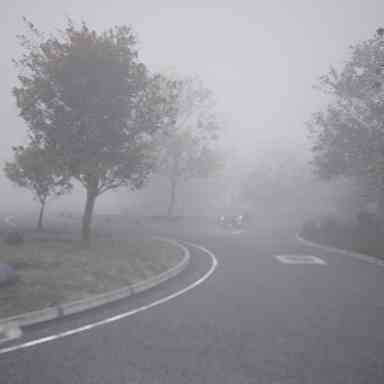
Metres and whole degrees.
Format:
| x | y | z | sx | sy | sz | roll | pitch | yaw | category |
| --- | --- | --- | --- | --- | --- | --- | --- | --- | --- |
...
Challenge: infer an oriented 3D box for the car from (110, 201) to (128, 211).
| x | y | z | sx | sy | sz | roll | pitch | yaw | category |
| --- | --- | --- | --- | --- | --- | --- | --- | --- | --- |
| -14.830 | 3.087 | 67.038 | 2.128 | 1.511 | 4.902 | 2 | 0 | -20 | car |

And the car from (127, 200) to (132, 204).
| x | y | z | sx | sy | sz | roll | pitch | yaw | category |
| --- | --- | --- | --- | --- | --- | --- | --- | --- | --- |
| -10.966 | 3.202 | 70.720 | 5.366 | 1.575 | 1.946 | 2 | 0 | -20 | car |

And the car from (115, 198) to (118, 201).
| x | y | z | sx | sy | sz | roll | pitch | yaw | category |
| --- | --- | --- | --- | --- | --- | --- | --- | --- | --- |
| -17.505 | 3.186 | 89.016 | 4.674 | 1.452 | 2.002 | 2 | 0 | -20 | car |

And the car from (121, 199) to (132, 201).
| x | y | z | sx | sy | sz | roll | pitch | yaw | category |
| --- | --- | --- | --- | --- | --- | --- | --- | --- | --- |
| -13.660 | 3.182 | 78.598 | 5.008 | 1.535 | 2.097 | 2 | 0 | -20 | car |

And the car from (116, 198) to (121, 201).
| x | y | z | sx | sy | sz | roll | pitch | yaw | category |
| --- | --- | --- | --- | --- | --- | --- | --- | --- | --- |
| -16.546 | 3.154 | 86.409 | 5.008 | 1.535 | 2.097 | 2 | 0 | -20 | car |

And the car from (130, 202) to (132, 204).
| x | y | z | sx | sy | sz | roll | pitch | yaw | category |
| --- | --- | --- | --- | --- | --- | --- | --- | --- | --- |
| -9.806 | 3.252 | 68.188 | 4.792 | 1.488 | 2.163 | 2 | 0 | -20 | car |

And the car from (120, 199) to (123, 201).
| x | y | z | sx | sy | sz | roll | pitch | yaw | category |
| --- | --- | --- | --- | --- | --- | --- | --- | --- | --- |
| -14.591 | 3.048 | 81.213 | 4.553 | 1.767 | 2.185 | 2 | 0 | -20 | car |

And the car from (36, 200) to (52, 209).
| x | y | z | sx | sy | sz | roll | pitch | yaw | category |
| --- | --- | --- | --- | --- | --- | --- | --- | --- | --- |
| -26.399 | 2.312 | 58.893 | 1.895 | 1.301 | 4.718 | 2 | 1 | -20 | car |

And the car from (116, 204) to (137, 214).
| x | y | z | sx | sy | sz | roll | pitch | yaw | category |
| --- | --- | --- | --- | --- | --- | --- | --- | --- | --- |
| -11.354 | 3.155 | 57.648 | 1.895 | 1.301 | 4.718 | 2 | -2 | -20 | car |

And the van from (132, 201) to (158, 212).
| x | y | z | sx | sy | sz | roll | pitch | yaw | category |
| --- | --- | --- | --- | --- | --- | --- | --- | --- | --- |
| -8.978 | 3.002 | 65.536 | 4.442 | 1.987 | 1.878 | 2 | 0 | -20 | van |

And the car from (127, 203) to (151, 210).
| x | y | z | sx | sy | sz | roll | pitch | yaw | category |
| --- | --- | --- | --- | --- | --- | --- | --- | --- | --- |
| -11.723 | 3.231 | 73.398 | 4.792 | 1.488 | 2.163 | 2 | 0 | -20 | car |

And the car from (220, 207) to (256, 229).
| x | y | z | sx | sy | sz | roll | pitch | yaw | category |
| --- | --- | --- | --- | --- | --- | --- | --- | --- | --- |
| 4.137 | 2.233 | 29.527 | 2.097 | 1.767 | 4.553 | -1 | -2 | 27 | car |

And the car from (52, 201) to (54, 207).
| x | y | z | sx | sy | sz | roll | pitch | yaw | category |
| --- | --- | --- | --- | --- | --- | --- | --- | --- | --- |
| -32.921 | 2.550 | 76.370 | 1.882 | 1.535 | 5.008 | 2 | -1 | -20 | car |

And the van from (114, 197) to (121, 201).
| x | y | z | sx | sy | sz | roll | pitch | yaw | category |
| --- | --- | --- | --- | --- | --- | --- | --- | --- | --- |
| -18.343 | 2.915 | 91.663 | 4.442 | 1.987 | 1.878 | 2 | 0 | -20 | van |
